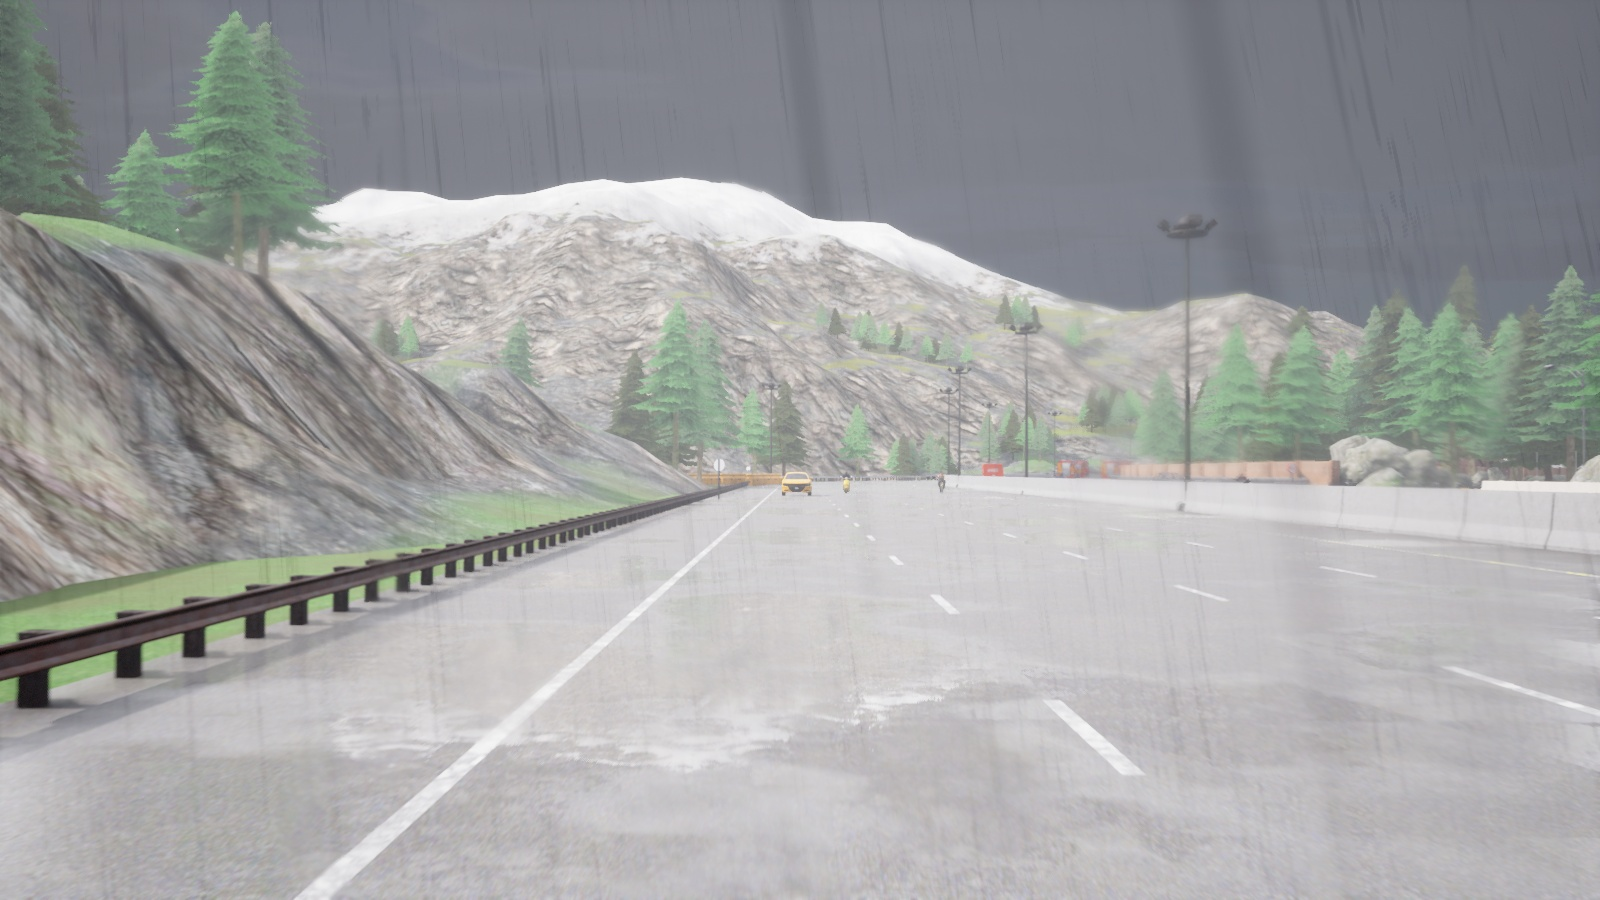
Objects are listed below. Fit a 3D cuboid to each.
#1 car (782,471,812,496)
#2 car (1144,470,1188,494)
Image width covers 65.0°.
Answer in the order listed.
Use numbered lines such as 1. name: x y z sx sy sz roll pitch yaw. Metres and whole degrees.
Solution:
1. car: -0.193 2.131 79.922 1.882 1.535 5.008 0 -1 0
2. car: 24.298 2.095 83.436 1.789 1.549 3.705 0 -1 0
